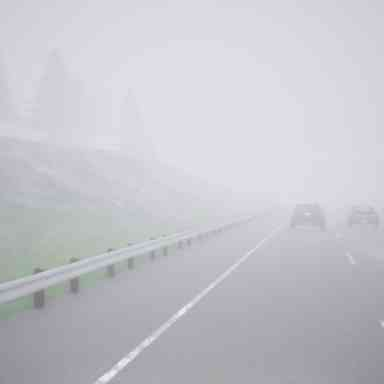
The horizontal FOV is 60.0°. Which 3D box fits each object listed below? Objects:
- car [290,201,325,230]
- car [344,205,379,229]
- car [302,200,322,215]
[{"bbox_3d":[8.034,1.523,22.988,2.097,1.767,4.553,1,0,21],"label":"car"},{"bbox_3d":[12.197,1.725,24.065,2.128,1.511,4.902,1,0,21],"label":"car"},{"bbox_3d":[14.477,1.797,40.157,2.128,1.511,4.902,1,0,21],"label":"car"}]
